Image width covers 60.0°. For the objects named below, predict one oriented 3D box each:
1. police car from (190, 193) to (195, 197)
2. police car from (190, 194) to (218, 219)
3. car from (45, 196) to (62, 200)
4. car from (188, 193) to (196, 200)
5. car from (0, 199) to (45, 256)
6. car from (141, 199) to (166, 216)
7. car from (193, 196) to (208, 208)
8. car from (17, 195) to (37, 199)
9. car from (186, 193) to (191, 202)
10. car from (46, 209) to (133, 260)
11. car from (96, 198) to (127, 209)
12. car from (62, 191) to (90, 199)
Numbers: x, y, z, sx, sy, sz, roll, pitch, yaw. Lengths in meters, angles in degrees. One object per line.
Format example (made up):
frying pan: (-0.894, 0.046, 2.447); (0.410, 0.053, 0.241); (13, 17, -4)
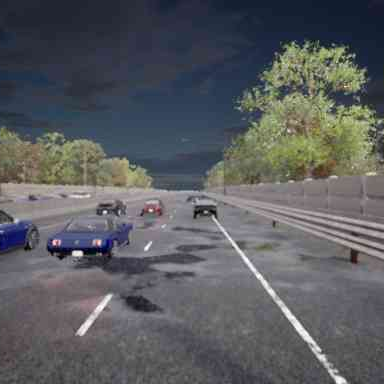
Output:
police car: (1.035, 1.206, 37.364); (1.930, 1.638, 5.238); (0, 0, 0)
police car: (1.039, 1.264, 27.364); (1.930, 1.638, 5.238); (0, 0, 0)
car: (-21.079, 1.304, 50.921); (1.895, 1.301, 4.718); (0, 0, 1)
car: (-0.032, 0.954, 77.875); (1.837, 1.490, 4.892); (0, 0, 0)
car: (-6.905, 1.286, 10.894); (2.097, 1.767, 4.553); (0, 0, 0)
car: (-3.425, 1.349, 29.917); (1.812, 1.442, 4.674); (0, 0, 0)
car: (1.032, 1.273, 43.255); (1.812, 1.442, 4.674); (0, 0, 0)
car: (-24.586, 1.239, 49.177); (1.812, 1.442, 4.674); (0, 0, 0)
car: (-0.026, 1.146, 62.128); (1.837, 1.490, 4.892); (0, 0, 0)
car: (-3.405, 1.528, 12.127); (1.895, 1.301, 4.718); (0, 0, 0)
car: (-6.911, 1.334, 28.877); (1.837, 1.490, 4.892); (0, 0, 0)
car: (-17.578, 0.920, 51.503); (2.150, 2.045, 5.566); (0, 1, 0)
